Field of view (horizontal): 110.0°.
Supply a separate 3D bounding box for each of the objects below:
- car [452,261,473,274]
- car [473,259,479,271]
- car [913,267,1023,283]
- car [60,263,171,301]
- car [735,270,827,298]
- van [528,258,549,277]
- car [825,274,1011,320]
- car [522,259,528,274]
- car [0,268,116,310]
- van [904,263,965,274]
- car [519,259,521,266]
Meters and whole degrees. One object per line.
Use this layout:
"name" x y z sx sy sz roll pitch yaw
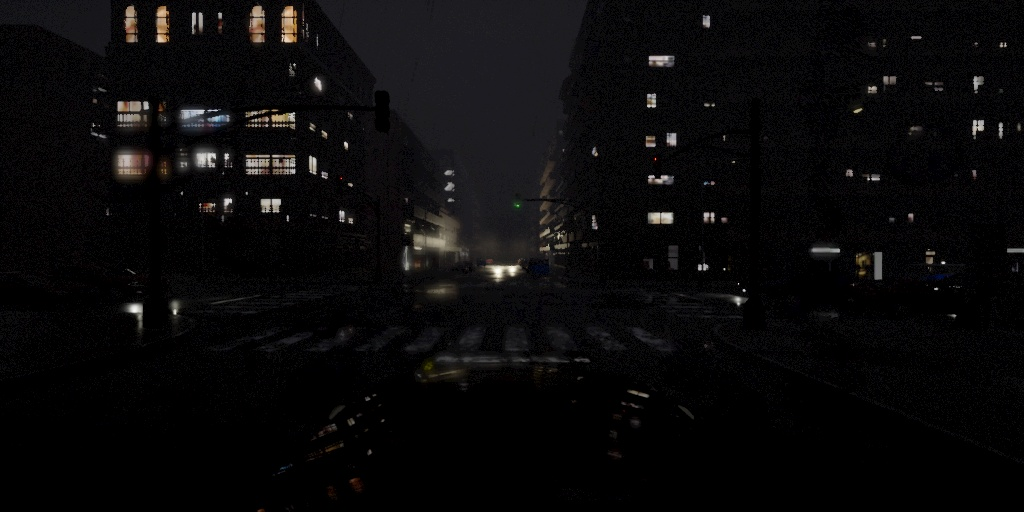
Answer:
"car" -5.897 1.380 41.477 1.802 1.307 4.207 0 0 0
"car" -5.906 1.376 46.999 1.948 1.339 4.313 0 0 0
"car" 24.861 1.525 18.976 4.892 1.490 1.837 1 0 0
"car" -18.011 1.093 15.779 5.008 1.535 1.882 1 0 0
"car" 14.951 1.462 18.979 5.357 1.411 2.033 1 0 0
"van" 2.766 1.127 35.943 1.690 1.789 3.998 0 0 0
"car" 14.693 1.504 13.186 4.507 1.381 1.888 0 0 0
"car" 2.669 1.112 41.440 2.192 1.841 5.009 0 0 0
"car" -17.759 1.221 13.197 4.207 1.307 1.802 0 0 0
"van" 26.066 1.353 21.552 3.998 1.789 1.690 0 0 0
"car" 2.602 1.282 58.001 1.967 1.591 4.097 0 0 0
